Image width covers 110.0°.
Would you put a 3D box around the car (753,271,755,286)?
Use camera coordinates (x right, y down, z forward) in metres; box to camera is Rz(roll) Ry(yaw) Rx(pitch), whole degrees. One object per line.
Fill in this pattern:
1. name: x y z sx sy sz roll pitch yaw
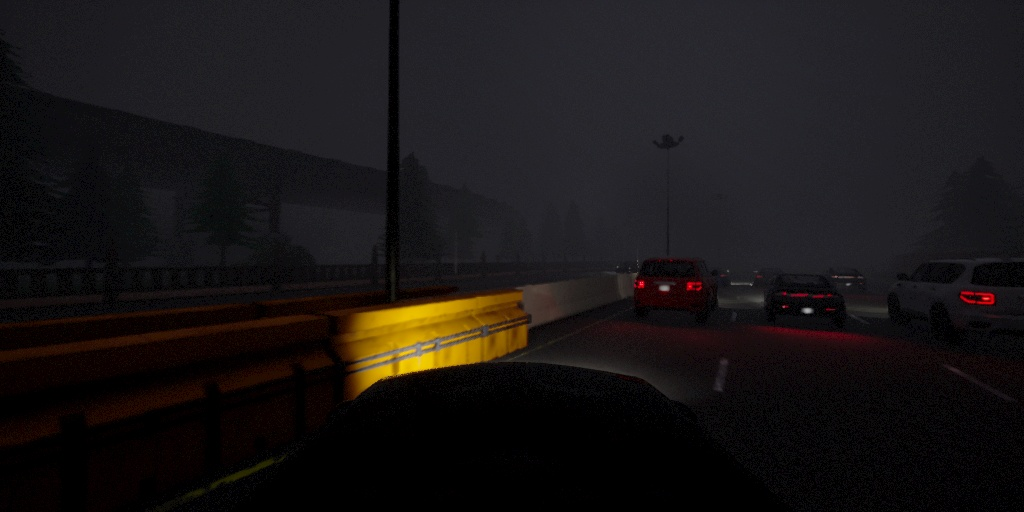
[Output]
1. car: 18.214 1.528 25.216 1.994 1.385 4.181 0 0 33

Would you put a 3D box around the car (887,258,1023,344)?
1. car: 11.987 1.068 9.304 2.150 2.045 5.566 0 0 33

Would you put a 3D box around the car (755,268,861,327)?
1. car: 9.665 1.344 12.137 2.128 1.511 4.902 0 0 34

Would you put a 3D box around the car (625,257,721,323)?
1. car: 6.067 1.066 13.043 2.150 2.045 5.566 0 0 34

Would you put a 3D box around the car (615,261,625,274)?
1. car: 14.741 1.423 45.462 2.097 1.767 4.553 0 0 35

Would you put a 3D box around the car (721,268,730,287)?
1. car: 15.280 1.528 27.124 1.994 1.385 4.181 0 0 33

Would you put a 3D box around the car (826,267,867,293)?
1. car: 20.794 1.452 22.771 2.128 1.511 4.902 0 0 34
